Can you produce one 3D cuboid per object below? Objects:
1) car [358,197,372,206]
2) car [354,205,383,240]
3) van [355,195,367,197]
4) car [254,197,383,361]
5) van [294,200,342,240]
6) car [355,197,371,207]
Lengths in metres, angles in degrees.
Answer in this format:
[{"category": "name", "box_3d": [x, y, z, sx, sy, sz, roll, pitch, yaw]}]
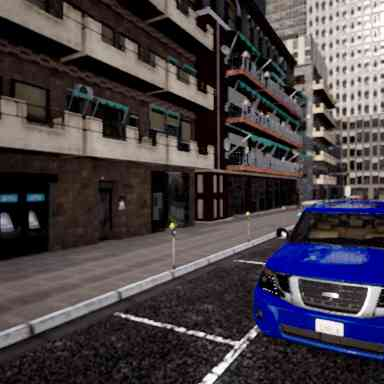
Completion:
[{"category": "car", "box_3d": [29.129, 1.496, 55.824, 1.887, 1.381, 4.507, -1, 0, 30]}, {"category": "car", "box_3d": [9.816, 1.512, 17.689, 1.812, 1.442, 4.674, 0, 0, 30]}, {"category": "van", "box_3d": [17.924, 1.313, 36.663, 1.690, 1.788, 3.998, -1, 0, 30]}, {"category": "car", "box_3d": [3.007, 1.217, 6.232, 2.150, 2.045, 5.566, 0, 0, 31]}, {"category": "van", "box_3d": [6.721, 1.330, 17.501, 1.690, 1.788, 3.998, -1, 0, 30]}, {"category": "car", "box_3d": [26.329, 1.522, 51.034, 1.947, 1.339, 4.313, -1, 0, 30]}]
